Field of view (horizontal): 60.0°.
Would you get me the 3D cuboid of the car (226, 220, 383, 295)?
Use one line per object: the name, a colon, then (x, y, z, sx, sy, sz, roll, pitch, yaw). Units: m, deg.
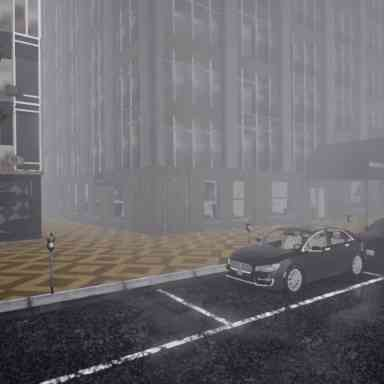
car: (2.822, 1.549, 8.609, 4.403, 1.369, 2.008, 0, -1, -36)

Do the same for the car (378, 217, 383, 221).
car: (7.439, 1.562, 11.924, 4.313, 1.339, 1.947, 0, -1, -36)
